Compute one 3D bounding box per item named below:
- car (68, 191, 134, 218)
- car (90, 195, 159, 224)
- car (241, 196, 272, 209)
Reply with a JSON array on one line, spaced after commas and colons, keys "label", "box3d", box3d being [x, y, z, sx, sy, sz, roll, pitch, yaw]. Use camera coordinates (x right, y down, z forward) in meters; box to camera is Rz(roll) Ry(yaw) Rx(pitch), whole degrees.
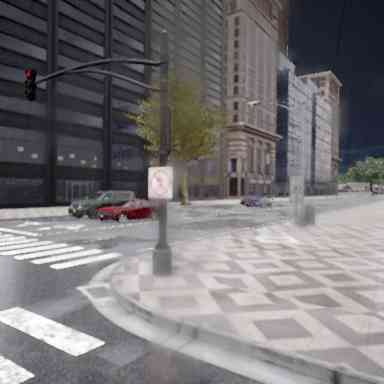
[{"label": "car", "box3d": [-6.602, 0.934, 25.414, 2.150, 2.045, 5.566, 1, 1, 35]}, {"label": "car", "box3d": [-4.265, 1.244, 23.099, 1.882, 1.535, 5.008, 1, 1, 35]}, {"label": "car", "box3d": [8.193, 1.286, 40.589, 1.994, 1.385, 4.181, 1, 1, 36]}]
